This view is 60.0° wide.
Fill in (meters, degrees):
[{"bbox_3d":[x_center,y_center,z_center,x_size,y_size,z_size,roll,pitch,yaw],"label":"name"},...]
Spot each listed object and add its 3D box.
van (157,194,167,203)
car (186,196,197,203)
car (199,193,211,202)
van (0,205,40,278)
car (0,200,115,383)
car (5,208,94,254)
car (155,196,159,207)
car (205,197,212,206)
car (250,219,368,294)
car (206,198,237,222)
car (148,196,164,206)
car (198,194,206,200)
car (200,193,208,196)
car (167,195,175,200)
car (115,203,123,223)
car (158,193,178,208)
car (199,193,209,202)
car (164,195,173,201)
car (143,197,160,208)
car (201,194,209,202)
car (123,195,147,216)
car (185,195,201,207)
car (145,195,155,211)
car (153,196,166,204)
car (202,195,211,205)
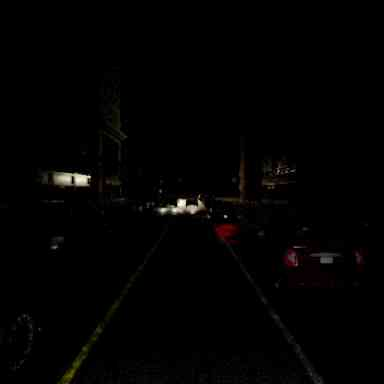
[{"bbox_3d":[-5.795,1.224,65.114,1.690,1.788,3.998,0,0,0],"label":"van"},{"bbox_3d":[-0.028,1.435,65.197,2.033,1.411,5.357,0,0,0],"label":"car"},{"bbox_3d":[2.727,1.192,70.757,2.192,1.841,5.009,0,0,0],"label":"car"},{"bbox_3d":[-5.770,1.322,8.747,1.690,1.788,3.998,0,0,0],"label":"van"},{"bbox_3d":[-3.103,1.209,5.732,2.150,2.045,5.566,0,0,0],"label":"car"},{"bbox_3d":[-5.772,1.495,14.214,1.752,1.417,4.829,0,0,0],"label":"car"},{"bbox_3d":[-5.784,1.483,42.567,1.947,1.339,4.313,0,0,0],"label":"car"},{"bbox_3d":[2.744,1.510,36.940,1.802,1.307,4.206,0,0,0],"label":"car"},{"bbox_3d":[2.755,1.421,8.758,1.967,1.590,4.097,0,0,0],"label":"car"},{"bbox_3d":[2.343,1.452,25.638,1.837,1.490,4.892,0,0,0],"label":"car"},{"bbox_3d":[-5.789,1.450,53.840,2.008,1.369,4.403,0,0,0],"label":"car"},{"bbox_3d":[2.718,1.298,93.302,1.967,1.590,4.097,0,0,0],"label":"car"},{"bbox_3d":[2.733,1.331,59.485,1.967,1.590,4.097,0,0,0],"label":"car"},{"bbox_3d":[-5.806,1.409,93.297,2.008,1.369,4.403,0,0,0],"label":"car"},{"bbox_3d":[-5.774,1.509,20.020,2.008,1.369,4.403,0,0,0],"label":"car"},{"bbox_3d":[-3.106,1.132,46.775,2.150,2.045,5.566,0,0,0],"label":"car"},{"bbox_3d":[2.725,1.186,76.393,2.192,1.841,5.009,0,0,0],"label":"car"},{"bbox_3d":[-5.801,1.432,82.023,1.947,1.339,4.313,0,0,0],"label":"car"},{"bbox_3d":[-5.786,1.474,48.204,1.947,1.339,4.313,0,0,0],"label":"car"},{"bbox_3d":[2.736,1.481,53.850,1.802,1.307,4.206,0,0,0],"label":"car"},{"bbox_3d":[-5.779,1.378,31.293,1.967,1.590,4.097,0,0,0],"label":"car"},{"bbox_3d":[0.015,1.509,48.384,1.895,1.301,4.718,0,0,1],"label":"car"},{"bbox_3d":[-5.782,1.243,36.930,2.192,1.841,5.009,0,0,0],"label":"car"},{"bbox_3d":[-5.791,1.473,59.477,1.802,1.307,4.206,0,0,0],"label":"car"},{"bbox_3d":[2.739,1.490,48.213,1.802,1.307,4.206,0,0,0],"label":"car"}]
